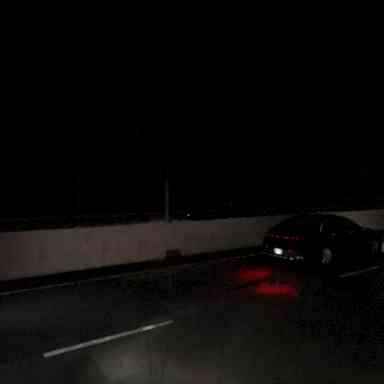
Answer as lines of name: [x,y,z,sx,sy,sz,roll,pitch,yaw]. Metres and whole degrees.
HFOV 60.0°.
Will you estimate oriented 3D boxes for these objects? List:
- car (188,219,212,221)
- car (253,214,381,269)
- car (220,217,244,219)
car: [1.959,1.603,22.542,4.718,1.301,1.895,0,0,-35]
car: [4.528,1.506,11.274,4.892,1.490,1.837,0,0,-36]
car: [4.421,1.494,19.966,4.902,1.511,2.128,0,0,-35]
